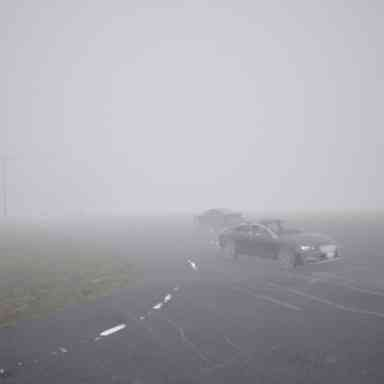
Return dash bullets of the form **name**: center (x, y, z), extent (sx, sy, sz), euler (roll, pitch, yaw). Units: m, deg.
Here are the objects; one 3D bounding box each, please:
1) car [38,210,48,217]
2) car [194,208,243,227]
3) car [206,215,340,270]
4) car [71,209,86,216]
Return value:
- **car**: center (-31.013, 4.445, 69.245), extent (1.895, 1.301, 4.718), euler (-3, -1, -25)
- **car**: center (1.991, 2.045, 26.736), extent (1.882, 1.535, 5.008), euler (-3, -1, -33)
- **car**: center (2.919, 1.793, 12.253), extent (2.128, 1.511, 4.902), euler (-2, -2, -33)
- **car**: center (-22.233, 3.910, 64.821), extent (1.895, 1.301, 4.718), euler (-3, -1, -33)
